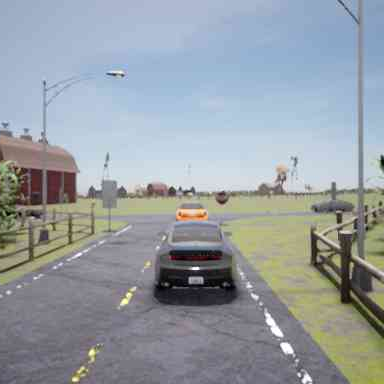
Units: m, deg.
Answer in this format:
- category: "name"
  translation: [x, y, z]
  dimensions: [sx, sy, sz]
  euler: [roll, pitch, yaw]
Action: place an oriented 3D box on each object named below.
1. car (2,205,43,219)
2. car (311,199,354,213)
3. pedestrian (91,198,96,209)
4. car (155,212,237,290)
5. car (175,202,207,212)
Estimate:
- category: "car"
  translation: [-16.853, 1.949, 32.343]
  dimensions: [4.718, 1.301, 1.895]
  euler: [-1, -1, 5]
- category: "car"
  translation: [14.732, 1.421, 34.947]
  dimensions: [4.181, 1.385, 1.994]
  euler: [-1, -1, -4]
- category: "pedestrian"
  translation: [-11.234, 1.613, 37.821]
  dimensions: [0.375, 1.860, 0.375]
  euler: [0, 0, 4]
- category: "car"
  translation: [0.088, 1.537, 9.148]
  dimensions: [1.837, 1.490, 4.892]
  euler: [0, 0, 0]
- category: "car"
  translation: [-0.084, 1.429, 22.812]
  dimensions: [2.097, 1.767, 4.553]
  euler: [0, 0, -3]
